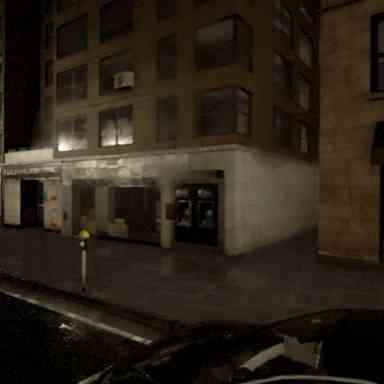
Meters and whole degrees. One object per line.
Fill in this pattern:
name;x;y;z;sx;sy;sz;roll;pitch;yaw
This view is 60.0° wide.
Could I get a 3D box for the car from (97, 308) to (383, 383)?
car;1.177;1.565;2.236;4.313;1.339;1.947;0;1;35
